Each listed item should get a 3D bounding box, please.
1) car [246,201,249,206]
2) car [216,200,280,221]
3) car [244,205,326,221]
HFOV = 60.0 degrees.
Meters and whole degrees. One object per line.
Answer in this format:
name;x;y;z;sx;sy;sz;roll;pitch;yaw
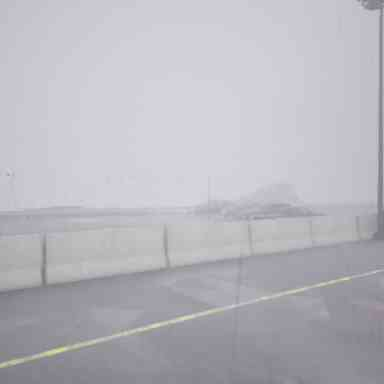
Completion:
car;5.599;1.480;23.867;4.892;1.490;1.837;0;0;-30
car;4.632;1.460;27.333;4.902;1.511;2.128;0;0;-29
car;5.739;1.582;19.932;4.718;1.301;1.895;0;0;-30
